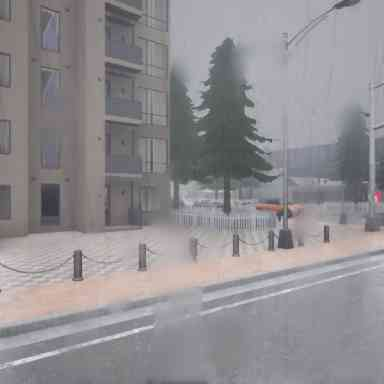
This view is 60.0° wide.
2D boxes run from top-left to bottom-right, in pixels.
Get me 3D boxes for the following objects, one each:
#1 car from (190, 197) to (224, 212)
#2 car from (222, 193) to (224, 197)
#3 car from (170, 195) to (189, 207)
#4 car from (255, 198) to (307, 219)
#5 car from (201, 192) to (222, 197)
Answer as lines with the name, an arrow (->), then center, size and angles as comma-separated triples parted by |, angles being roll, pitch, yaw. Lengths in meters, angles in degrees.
car -> 1.828, 1.579, 37.589 | 1.994, 1.385, 4.181 | 0, 0, -37
car -> 7.475, 1.092, 94.733 | 1.905, 1.878, 3.866 | 0, 0, -37
car -> -3.253, 1.563, 50.387 | 2.033, 1.411, 5.357 | 0, 0, -37
car -> 7.872, 1.367, 29.600 | 2.097, 1.767, 4.553 | 0, 0, -37
car -> 5.388, 1.113, 92.669 | 1.932, 1.855, 4.605 | 0, 0, -37
